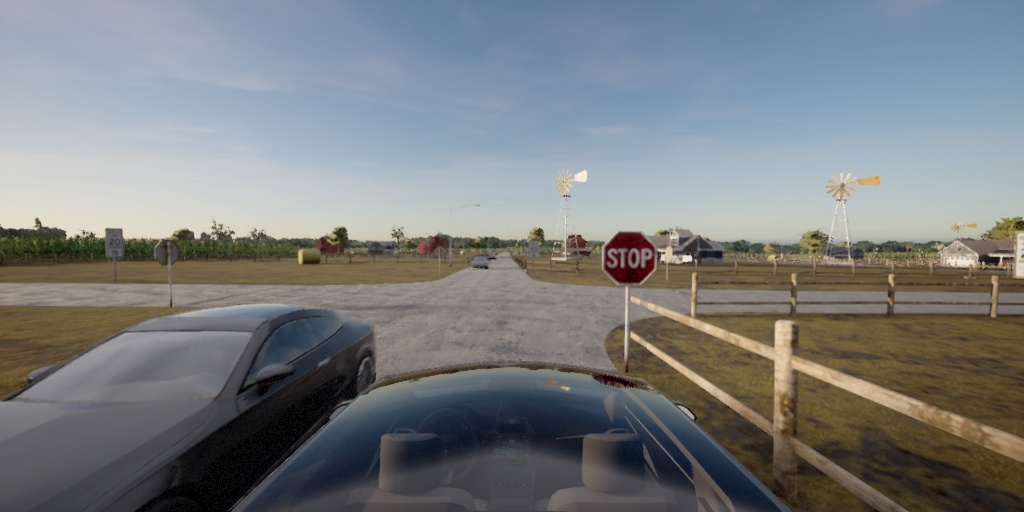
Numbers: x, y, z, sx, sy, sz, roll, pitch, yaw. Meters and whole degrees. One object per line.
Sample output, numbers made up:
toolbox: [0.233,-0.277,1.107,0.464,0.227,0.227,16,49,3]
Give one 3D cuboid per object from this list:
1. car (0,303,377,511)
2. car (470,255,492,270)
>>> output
car: [-2.778,1.258,3.370,1.812,1.442,4.674,0,1,-1]
car: [-3.494,0.814,39.576,1.837,1.490,4.892,0,2,-1]
